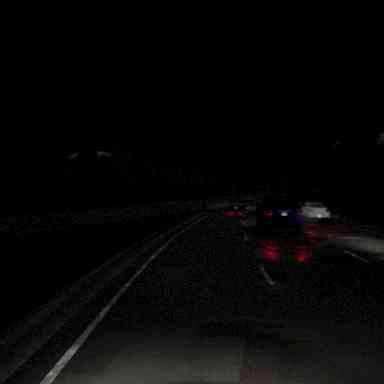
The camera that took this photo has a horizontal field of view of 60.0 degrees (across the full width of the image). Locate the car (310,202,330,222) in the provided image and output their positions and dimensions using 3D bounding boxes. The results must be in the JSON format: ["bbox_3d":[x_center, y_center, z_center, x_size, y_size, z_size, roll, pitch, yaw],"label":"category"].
[{"bbox_3d":[9.547,1.506,26.177,1.812,1.442,4.674,0,0,9],"label":"car"}]

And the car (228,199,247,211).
[{"bbox_3d":[5.643,1.570,40.764,1.895,1.301,4.718,0,0,14],"label":"car"}]

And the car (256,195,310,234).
[{"bbox_3d":[5.002,1.207,19.340,2.150,2.045,5.566,0,0,8],"label":"car"}]
